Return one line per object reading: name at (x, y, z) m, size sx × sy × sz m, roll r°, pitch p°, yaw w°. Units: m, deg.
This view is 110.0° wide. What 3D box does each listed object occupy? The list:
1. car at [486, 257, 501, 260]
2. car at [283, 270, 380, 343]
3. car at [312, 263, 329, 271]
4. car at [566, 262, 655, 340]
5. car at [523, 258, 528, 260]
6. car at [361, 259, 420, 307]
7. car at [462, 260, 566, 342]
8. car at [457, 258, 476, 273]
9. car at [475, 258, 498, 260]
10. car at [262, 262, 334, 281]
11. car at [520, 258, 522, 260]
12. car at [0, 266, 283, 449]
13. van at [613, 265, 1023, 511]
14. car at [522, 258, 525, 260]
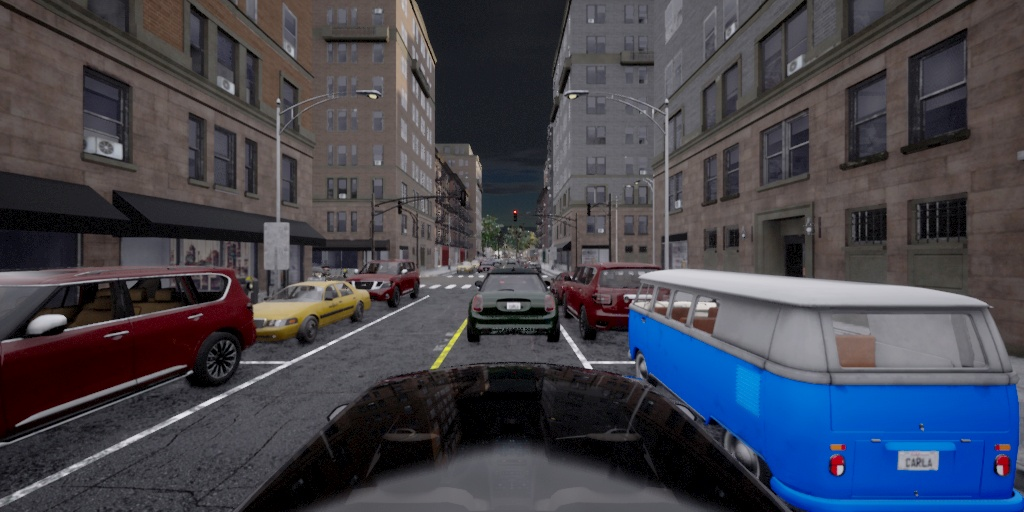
car at (-2.924, 1.298, 54.258) m, size 1.994 × 1.385 × 4.181 m, roll 0°, pitch 0°, yaw 0°
car at (-5.411, 1.273, 9.674) m, size 1.751 × 1.417 × 4.829 m, roll 0°, pitch 0°, yaw 0°
car at (-17.159, 1.337, 27.669) m, size 4.674 × 1.442 × 1.812 m, roll 0°, pitch 0°, yaw 0°
car at (2.626, 1.062, 9.856) m, size 2.192 × 1.841 × 5.009 m, roll 0°, pitch 0°, yaw 0°
car at (2.575, 1.288, 42.543) m, size 2.007 × 1.370 × 4.403 m, roll 0°, pitch 0°, yaw 0°
car at (-5.421, 1.061, 15.523) m, size 2.192 × 1.841 × 5.009 m, roll 0°, pitch 0°, yaw 0°
car at (0.021, 1.100, 9.892) m, size 2.097 × 1.767 × 4.553 m, roll 0°, pitch 0°, yaw 0°
car at (-5.478, 1.263, 42.361) m, size 1.751 × 1.417 × 4.829 m, roll 0°, pitch 0°, yaw 0°
car at (-2.911, 1.302, 41.975) m, size 1.994 × 1.385 × 4.181 m, roll 0°, pitch 0°, yaw 0°
car at (-18.145, 1.310, 30.567) m, size 4.902 × 1.511 × 2.128 m, roll 0°, pitch 0°, yaw 0°
car at (2.558, 1.286, 53.507) m, size 2.007 × 1.370 × 4.403 m, roll 0°, pitch 0°, yaw 0°
car at (-5.402, 1.064, 4.167) m, size 2.192 × 1.841 × 5.009 m, roll 0°, pitch 0°, yaw 0°
van at (2.635, 1.090, 4.177) m, size 1.690 × 1.789 × 3.998 m, roll 0°, pitch 0°, yaw 0°
car at (2.566, 1.282, 48.025) m, size 1.888 × 1.381 × 4.507 m, roll 0°, pitch 0°, yaw 0°
